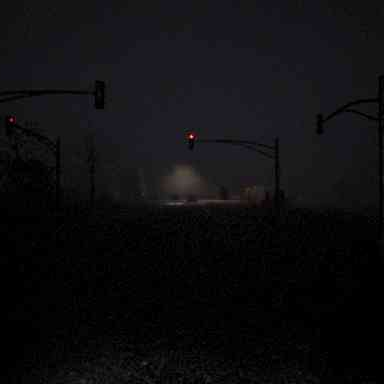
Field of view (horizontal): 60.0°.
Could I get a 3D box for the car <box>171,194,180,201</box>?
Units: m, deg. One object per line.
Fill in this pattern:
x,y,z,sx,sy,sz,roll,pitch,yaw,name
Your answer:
-3.564,1.190,72.195,1.837,1.490,4.892,0,0,0,car

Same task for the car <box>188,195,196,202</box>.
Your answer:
-0.069,1.420,78.028,1.837,1.490,4.892,0,0,0,car

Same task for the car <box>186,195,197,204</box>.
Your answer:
-0.059,1.419,67.993,2.097,1.767,4.553,0,0,0,car
